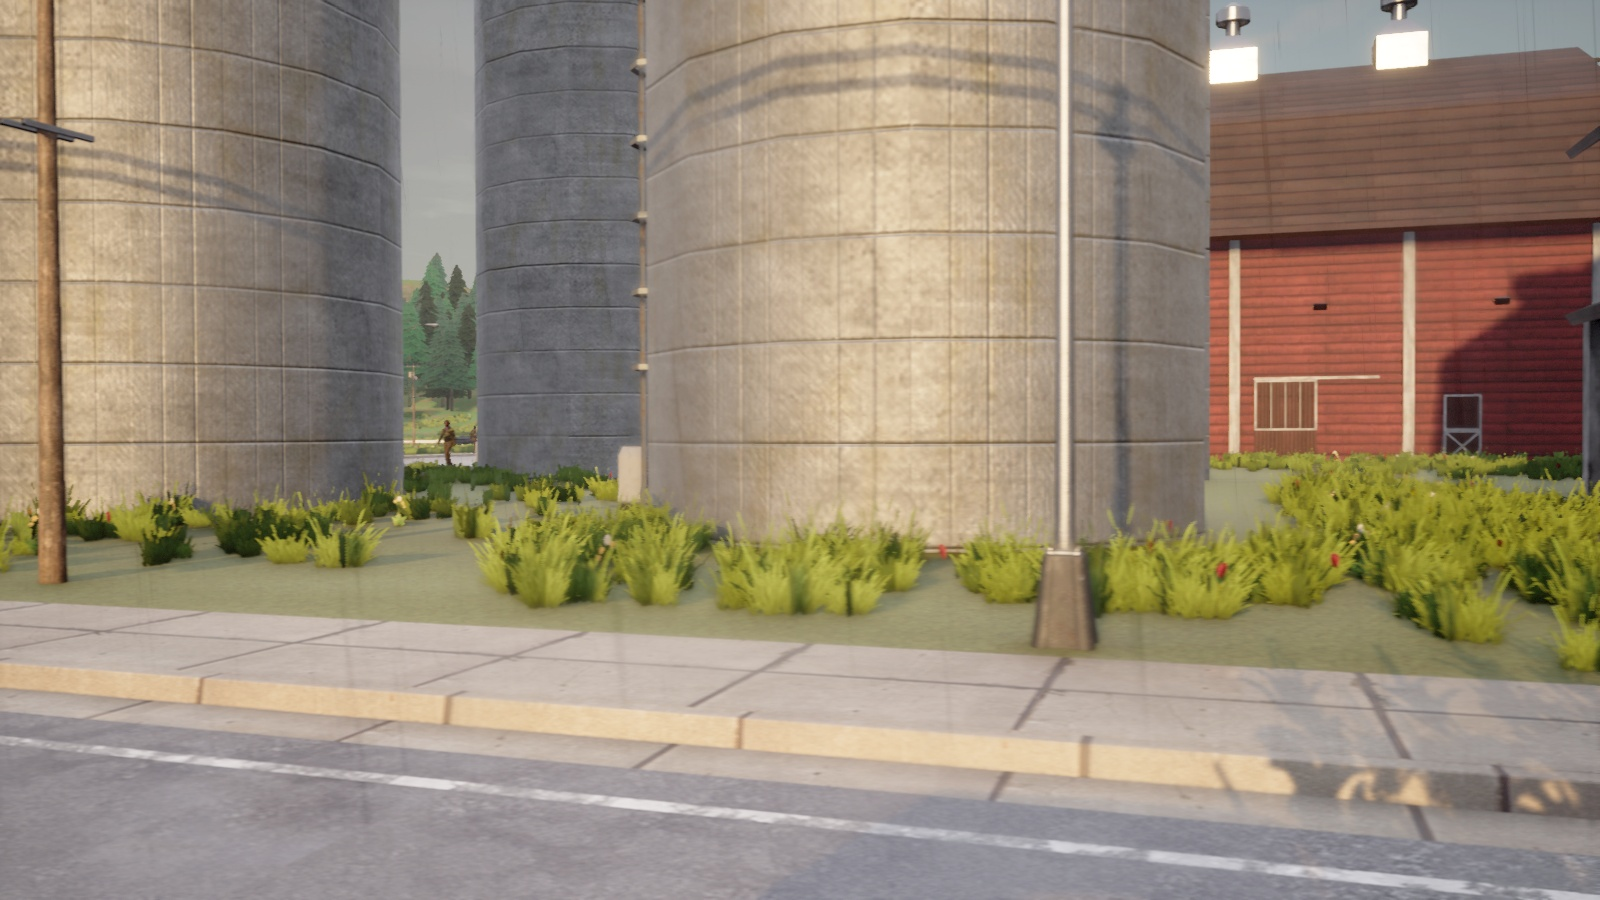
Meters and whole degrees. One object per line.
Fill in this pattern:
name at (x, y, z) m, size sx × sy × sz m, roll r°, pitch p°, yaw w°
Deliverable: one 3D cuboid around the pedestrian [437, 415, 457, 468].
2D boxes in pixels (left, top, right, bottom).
pedestrian at (-13.068, -0.313, 46.511) m, size 0.395 × 1.930 × 0.692 m, roll 0°, pitch 1°, yaw 16°
